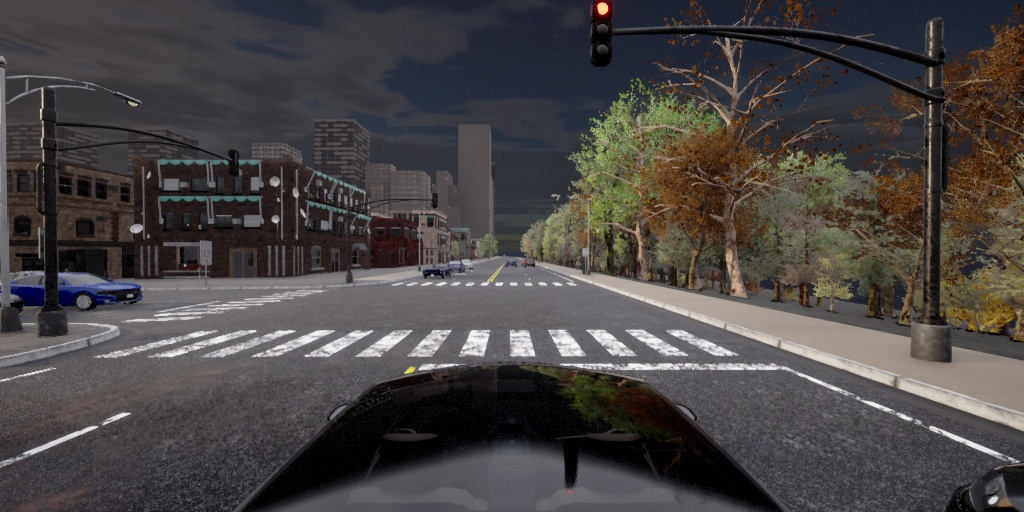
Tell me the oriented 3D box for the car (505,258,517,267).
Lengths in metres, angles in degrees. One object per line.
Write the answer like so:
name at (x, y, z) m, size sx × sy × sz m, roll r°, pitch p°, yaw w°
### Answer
car at (-0.194, 1.078, 64.006) m, size 2.097 × 1.767 × 4.553 m, roll 0°, pitch 0°, yaw 0°

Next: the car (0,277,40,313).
car at (-19.996, 1.565, 12.507) m, size 4.313 × 1.339 × 1.948 m, roll 0°, pitch 0°, yaw 0°

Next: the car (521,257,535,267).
car at (3.062, 1.231, 63.222) m, size 1.837 × 1.490 × 4.892 m, roll 0°, pitch 0°, yaw 0°

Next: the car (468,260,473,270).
car at (-6.817, 1.257, 53.326) m, size 1.812 × 1.442 × 4.674 m, roll 0°, pitch 0°, yaw 0°

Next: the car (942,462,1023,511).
car at (3.363, 1.314, 0.183) m, size 1.994 × 1.385 × 4.181 m, roll 0°, pitch 0°, yaw -1°

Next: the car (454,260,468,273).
car at (-6.780, 1.261, 43.056) m, size 1.812 × 1.442 × 4.674 m, roll 0°, pitch 0°, yaw 0°

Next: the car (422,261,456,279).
car at (-6.736, 1.341, 32.885) m, size 1.895 × 1.301 × 4.718 m, roll 0°, pitch 0°, yaw 2°

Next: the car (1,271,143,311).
car at (-18.746, 1.435, 15.223) m, size 5.008 × 1.535 × 1.882 m, roll 0°, pitch 1°, yaw -1°
